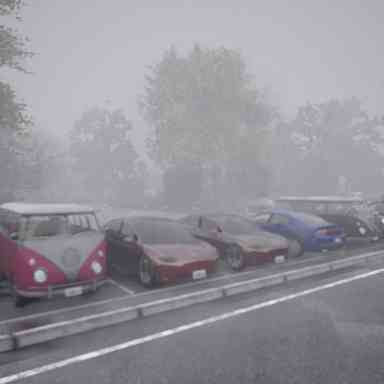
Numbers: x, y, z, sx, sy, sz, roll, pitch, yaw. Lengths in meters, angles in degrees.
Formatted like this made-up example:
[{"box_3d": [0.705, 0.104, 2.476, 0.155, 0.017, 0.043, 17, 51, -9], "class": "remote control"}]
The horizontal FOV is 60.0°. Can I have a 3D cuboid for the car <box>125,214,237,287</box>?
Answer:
[{"box_3d": [-1.222, 1.481, 9.581, 2.163, 1.488, 4.792, 0, 0, -36], "class": "car"}]

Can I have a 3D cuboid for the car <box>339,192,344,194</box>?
[{"box_3d": [13.566, 1.203, 36.311, 2.185, 1.767, 4.553, 0, 0, -36], "class": "car"}]

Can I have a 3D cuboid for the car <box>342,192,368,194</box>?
[{"box_3d": [18.083, 1.052, 39.539, 2.435, 2.045, 5.566, 0, 0, -36], "class": "car"}]

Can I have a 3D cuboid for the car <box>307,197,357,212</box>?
[{"box_3d": [15.860, 1.345, 37.879, 2.163, 1.488, 4.792, 0, 0, -36], "class": "car"}]

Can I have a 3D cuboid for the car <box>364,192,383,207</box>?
[{"box_3d": [27.148, 0.996, 45.951, 2.435, 2.045, 5.566, 0, 0, -36], "class": "car"}]

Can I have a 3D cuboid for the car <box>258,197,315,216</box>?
[{"box_3d": [9.178, 1.350, 32.907, 1.946, 1.575, 5.366, 0, 0, -36], "class": "car"}]

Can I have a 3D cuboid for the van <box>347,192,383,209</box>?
[{"box_3d": [22.547, 1.052, 42.839, 1.878, 1.987, 4.442, 0, 0, -36], "class": "van"}]

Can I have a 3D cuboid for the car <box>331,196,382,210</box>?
[{"box_3d": [20.251, 1.287, 41.282, 1.946, 1.575, 5.366, 0, 0, -36], "class": "car"}]

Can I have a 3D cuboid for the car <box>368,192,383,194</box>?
[{"box_3d": [14.737, 1.111, 20.996, 2.435, 2.045, 5.566, 0, 0, -36], "class": "car"}]

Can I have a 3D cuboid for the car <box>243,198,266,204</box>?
[{"box_3d": [6.808, 1.367, 31.447, 2.231, 1.521, 4.892, 0, 0, -36], "class": "car"}]

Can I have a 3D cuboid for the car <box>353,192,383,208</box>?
[{"box_3d": [24.856, 1.014, 44.382, 2.435, 2.045, 5.566, 0, 0, -36], "class": "car"}]

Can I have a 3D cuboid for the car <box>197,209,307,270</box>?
[{"box_3d": [1.058, 1.469, 11.212, 2.163, 1.488, 4.792, 0, 0, -36], "class": "car"}]

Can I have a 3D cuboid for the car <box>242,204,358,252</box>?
[{"box_3d": [3.324, 1.426, 12.862, 2.097, 1.535, 5.008, 0, 0, -36], "class": "car"}]

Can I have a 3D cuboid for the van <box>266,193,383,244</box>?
[{"box_3d": [5.668, 1.188, 14.401, 1.878, 1.987, 4.442, 0, 0, -36], "class": "van"}]

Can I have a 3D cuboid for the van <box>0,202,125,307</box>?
[{"box_3d": [-3.452, 1.239, 7.879, 1.878, 1.987, 4.442, 0, 0, -36], "class": "van"}]
